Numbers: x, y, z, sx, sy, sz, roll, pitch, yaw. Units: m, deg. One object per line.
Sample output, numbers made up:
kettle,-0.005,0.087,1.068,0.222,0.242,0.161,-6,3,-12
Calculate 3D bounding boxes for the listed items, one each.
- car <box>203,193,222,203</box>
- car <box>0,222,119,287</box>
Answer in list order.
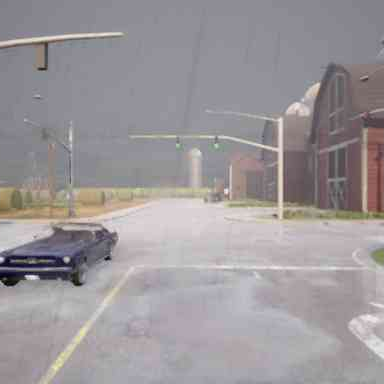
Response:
car,4.179,1.134,66.582,1.905,1.878,3.866,-8,3,-42
car,-3.496,1.573,9.501,1.895,1.301,4.718,0,0,0
